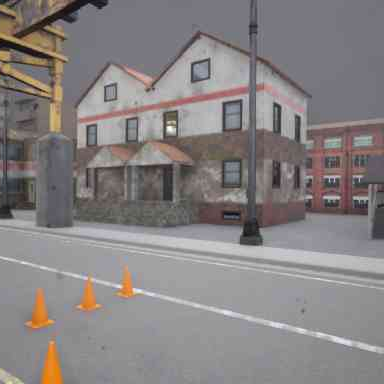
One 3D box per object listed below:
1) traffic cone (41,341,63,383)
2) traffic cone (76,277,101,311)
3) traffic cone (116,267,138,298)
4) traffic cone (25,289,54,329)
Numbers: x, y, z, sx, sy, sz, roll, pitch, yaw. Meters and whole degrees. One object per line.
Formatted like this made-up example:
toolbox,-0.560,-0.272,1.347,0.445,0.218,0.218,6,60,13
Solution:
traffic cone,-1.552,1.952,3.679,0.340,0.580,0.340,0,0,36
traffic cone,-2.004,1.949,6.471,0.340,0.580,0.340,0,0,36
traffic cone,-1.419,1.949,7.282,0.340,0.580,0.340,0,0,36
traffic cone,-2.589,1.949,5.660,0.340,0.580,0.340,0,0,36
